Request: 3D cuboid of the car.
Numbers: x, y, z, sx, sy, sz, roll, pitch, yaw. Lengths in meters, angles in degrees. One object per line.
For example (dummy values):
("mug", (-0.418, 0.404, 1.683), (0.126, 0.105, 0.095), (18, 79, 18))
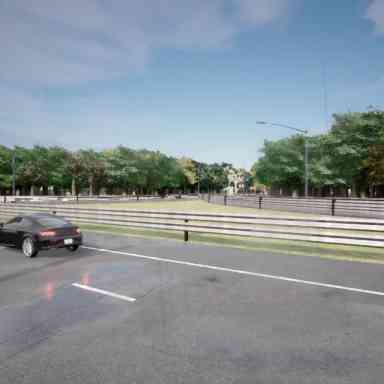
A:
("car", (-6.077, 1.525, 12.744), (4.674, 1.442, 1.812), (0, 0, 36))
